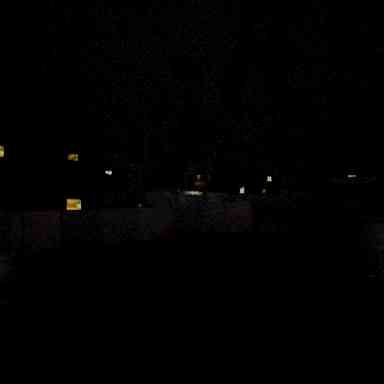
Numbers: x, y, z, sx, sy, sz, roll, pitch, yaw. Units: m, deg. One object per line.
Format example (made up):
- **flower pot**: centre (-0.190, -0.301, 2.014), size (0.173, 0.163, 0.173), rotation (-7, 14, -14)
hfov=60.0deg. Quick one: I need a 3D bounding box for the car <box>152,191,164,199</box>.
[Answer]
- **car**: centre (-6.441, 0.639, 61.681), size (1.812, 1.442, 4.674), rotation (1, 1, -21)
